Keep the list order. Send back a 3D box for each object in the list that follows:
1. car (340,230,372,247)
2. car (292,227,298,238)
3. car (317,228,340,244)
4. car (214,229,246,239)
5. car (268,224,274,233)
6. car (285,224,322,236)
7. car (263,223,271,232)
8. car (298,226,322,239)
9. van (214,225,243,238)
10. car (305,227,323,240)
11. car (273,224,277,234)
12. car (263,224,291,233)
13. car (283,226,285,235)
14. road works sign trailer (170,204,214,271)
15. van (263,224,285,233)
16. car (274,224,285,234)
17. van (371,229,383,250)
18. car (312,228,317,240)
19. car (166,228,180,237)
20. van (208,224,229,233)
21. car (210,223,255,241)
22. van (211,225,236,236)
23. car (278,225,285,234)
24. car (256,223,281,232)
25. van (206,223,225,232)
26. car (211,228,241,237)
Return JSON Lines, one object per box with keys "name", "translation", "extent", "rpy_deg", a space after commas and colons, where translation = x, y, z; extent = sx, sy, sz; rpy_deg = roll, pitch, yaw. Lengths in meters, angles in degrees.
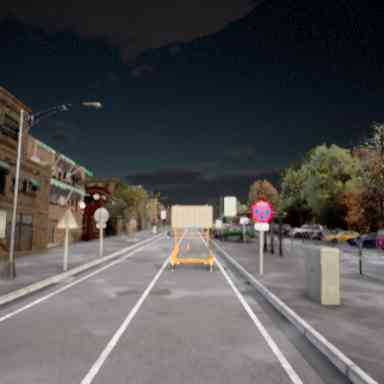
{"name": "car", "translation": [18.806, 5.023, 35.125], "extent": [4.792, 1.488, 2.163], "rpy_deg": [0, -5, 0]}
{"name": "car", "translation": [18.820, 6.444, 51.719], "extent": [5.008, 1.535, 2.097], "rpy_deg": [0, -5, 0]}
{"name": "car", "translation": [18.643, 5.474, 40.659], "extent": [5.366, 1.575, 1.946], "rpy_deg": [0, -5, 0]}
{"name": "car", "translation": [5.739, 6.391, 50.890], "extent": [4.674, 1.452, 2.002], "rpy_deg": [0, -5, 0]}
{"name": "car", "translation": [18.824, 7.898, 68.316], "extent": [4.792, 1.488, 2.163], "rpy_deg": [0, -5, 0]}
{"name": "car", "translation": [18.783, 6.435, 54.506], "extent": [5.566, 2.045, 2.435], "rpy_deg": [0, -5, 0]}
{"name": "car", "translation": [18.764, 7.844, 71.104], "extent": [5.566, 2.045, 2.435], "rpy_deg": [0, -5, 0]}
{"name": "car", "translation": [18.824, 6.202, 48.953], "extent": [5.008, 1.535, 2.097], "rpy_deg": [0, -5, 0]}
{"name": "van", "translation": [5.850, 6.370, 53.706], "extent": [4.442, 1.987, 1.878], "rpy_deg": [0, -5, 0]}
{"name": "car", "translation": [18.828, 5.961, 46.188], "extent": [4.892, 1.521, 2.231], "rpy_deg": [0, -5, 0]}
{"name": "car", "translation": [18.769, 7.669, 65.542], "extent": [4.792, 1.488, 2.163], "rpy_deg": [0, -5, 0]}
{"name": "car", "translation": [18.818, 8.069, 73.872], "extent": [5.566, 2.045, 2.435], "rpy_deg": [0, -5, 0]}
{"name": "car", "translation": [18.802, 6.928, 57.248], "extent": [4.892, 1.521, 2.231], "rpy_deg": [0, -5, 0]}
{"name": "road works sign trailer", "translation": [-0.001, 2.468, 18.784], "extent": [2.380, 3.560, 2.880], "rpy_deg": [0, -5, 0]}
{"name": "van", "translation": [18.902, 8.315, 76.637], "extent": [4.442, 1.987, 1.878], "rpy_deg": [0, -5, 0]}
{"name": "car", "translation": [18.986, 7.401, 62.783], "extent": [5.366, 1.575, 1.946], "rpy_deg": [0, -5, 0]}
{"name": "van", "translation": [18.959, 4.286, 29.619], "extent": [4.442, 1.987, 1.878], "rpy_deg": [0, -5, 0]}
{"name": "car", "translation": [18.854, 5.748, 43.421], "extent": [4.792, 1.488, 2.163], "rpy_deg": [0, -5, 0]}
{"name": "car", "translation": [-3.288, 6.960, 57.802], "extent": [1.812, 1.442, 4.674], "rpy_deg": [0, -5, 1]}
{"name": "van", "translation": [5.827, 8.026, 73.268], "extent": [4.442, 1.987, 1.878], "rpy_deg": [0, -5, 0]}
{"name": "car", "translation": [5.715, 5.612, 45.330], "extent": [5.566, 2.045, 2.435], "rpy_deg": [0, -5, 0]}
{"name": "van", "translation": [5.840, 7.097, 62.086], "extent": [4.442, 1.987, 1.878], "rpy_deg": [0, -5, 0]}
{"name": "car", "translation": [18.800, 7.166, 60.016], "extent": [5.008, 1.535, 2.097], "rpy_deg": [0, -5, 0]}
{"name": "car", "translation": [18.808, 8.729, 82.172], "extent": [5.566, 2.045, 2.435], "rpy_deg": [0, -5, 0]}
{"name": "van", "translation": [5.817, 8.693, 81.650], "extent": [4.442, 1.987, 1.878], "rpy_deg": [0, -5, 0]}
{"name": "car", "translation": [5.724, 6.839, 56.479], "extent": [5.008, 1.535, 2.097], "rpy_deg": [0, -5, 0]}
